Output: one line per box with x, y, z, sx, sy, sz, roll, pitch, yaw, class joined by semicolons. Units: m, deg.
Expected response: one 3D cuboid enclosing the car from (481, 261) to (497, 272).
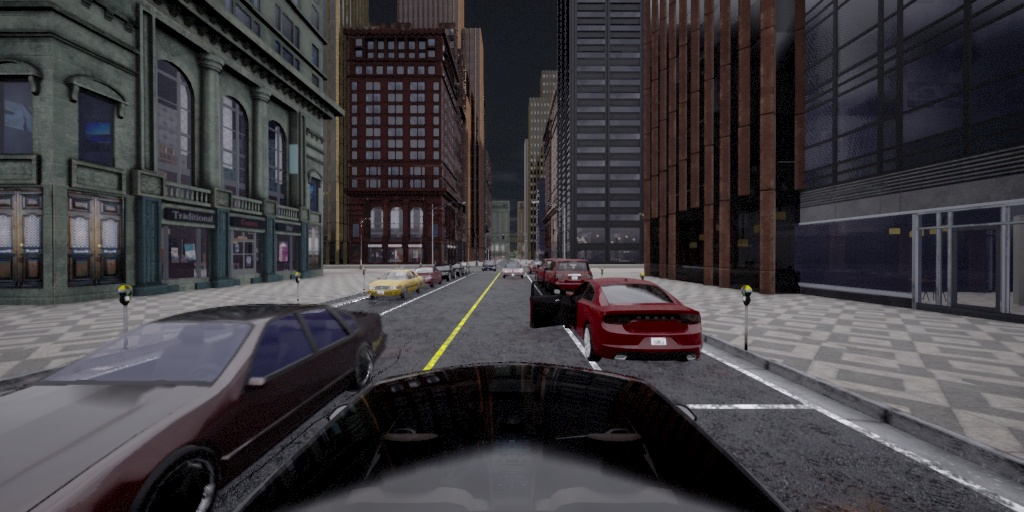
-2.932;1.384;47.258;2.033;1.411;5.357;0;0;0;car

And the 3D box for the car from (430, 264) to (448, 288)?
-5.730;1.336;23.925;1.802;1.307;4.207;0;0;0;car

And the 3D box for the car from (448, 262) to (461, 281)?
-5.721;1.323;29.561;1.948;1.339;4.313;0;0;0;car

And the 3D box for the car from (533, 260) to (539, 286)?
2.795;1.068;23.915;2.192;1.841;5.009;0;0;0;car

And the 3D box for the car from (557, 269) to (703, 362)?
2.370;1.227;8.261;1.882;1.535;5.008;0;0;0;car

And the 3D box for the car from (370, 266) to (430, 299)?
-5.738;1.277;18.118;1.751;1.417;4.829;0;0;0;car

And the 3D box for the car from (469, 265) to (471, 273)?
-5.704;1.315;40.834;2.007;1.370;4.403;0;0;0;car

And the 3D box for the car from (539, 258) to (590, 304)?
2.787;1.066;18.278;2.192;1.841;5.009;0;0;0;car

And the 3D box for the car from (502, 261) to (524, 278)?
0.107;1.360;33.435;1.895;1.301;4.718;0;0;0;car

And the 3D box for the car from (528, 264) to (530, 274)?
2.821;1.204;40.823;1.967;1.591;4.097;0;0;0;car

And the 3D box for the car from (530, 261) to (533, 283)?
2.804;1.322;29.551;1.948;1.339;4.313;0;0;0;car

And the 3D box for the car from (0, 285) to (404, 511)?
-3.096;1.297;4.050;2.033;1.411;5.357;0;0;0;car

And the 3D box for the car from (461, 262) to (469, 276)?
-5.713;1.326;35.197;1.948;1.339;4.313;0;0;0;car
